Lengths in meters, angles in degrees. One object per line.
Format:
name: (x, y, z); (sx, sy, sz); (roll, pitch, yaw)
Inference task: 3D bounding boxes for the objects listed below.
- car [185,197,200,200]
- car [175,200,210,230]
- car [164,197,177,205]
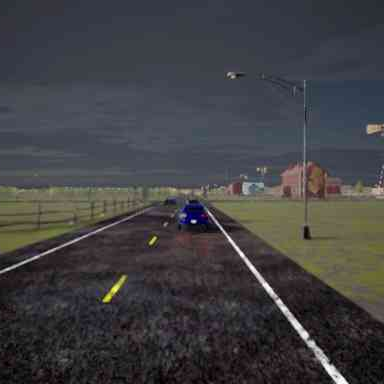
car: (0.091, 1.333, 42.969); (2.128, 1.511, 4.902); (0, 0, 0)
car: (0.096, 1.443, 20.498); (1.812, 1.442, 4.674); (0, 0, 0)
car: (-3.512, 1.415, 54.279); (1.895, 1.301, 4.718); (0, 0, 0)
